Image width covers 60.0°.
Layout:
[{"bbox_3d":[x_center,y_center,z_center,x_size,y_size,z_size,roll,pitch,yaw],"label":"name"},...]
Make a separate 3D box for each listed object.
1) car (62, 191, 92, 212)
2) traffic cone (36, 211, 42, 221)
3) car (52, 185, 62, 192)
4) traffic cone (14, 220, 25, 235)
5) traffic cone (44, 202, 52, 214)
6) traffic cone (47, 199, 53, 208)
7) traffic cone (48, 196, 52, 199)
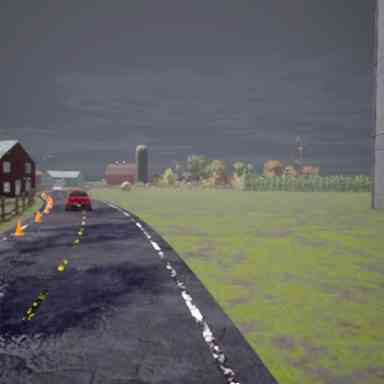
[{"bbox_3d":[-9.069,0.635,26.467,1.882,1.535,5.008,-1,2,-20],"label":"car"},{"bbox_3d":[-8.686,1.353,18.786,0.340,0.580,0.340,-1,2,-17],"label":"traffic cone"},{"bbox_3d":[-29.562,-0.744,72.966,1.812,1.442,4.674,-1,2,-25],"label":"car"},{"bbox_3d":[-7.307,1.501,14.069,0.340,0.580,0.340,0,2,-15],"label":"traffic cone"},{"bbox_3d":[-10.223,1.207,23.454,0.340,0.580,0.340,-1,2,-19],"label":"traffic cone"},{"bbox_3d":[-11.915,1.063,28.068,0.340,0.580,0.340,-1,2,-21],"label":"traffic cone"},{"bbox_3d":[-13.762,0.921,32.622,0.340,0.580,0.340,-1,2,-23],"label":"traffic cone"}]
